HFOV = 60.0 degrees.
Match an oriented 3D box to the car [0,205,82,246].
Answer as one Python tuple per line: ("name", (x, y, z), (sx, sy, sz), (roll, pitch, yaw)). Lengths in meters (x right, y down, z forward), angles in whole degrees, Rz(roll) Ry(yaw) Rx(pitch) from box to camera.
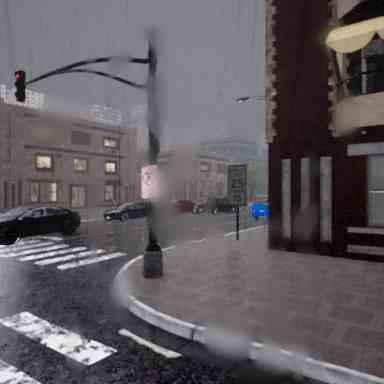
("car", (-7.316, 1.387, 14.985), (2.128, 1.511, 4.902), (0, 1, 31))

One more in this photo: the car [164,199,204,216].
("car", (-1.065, 1.300, 28.807), (1.802, 1.307, 4.206), (1, 1, 35))

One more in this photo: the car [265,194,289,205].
("car", (12.155, 1.028, 47.364), (1.947, 1.339, 4.313), (1, 1, 35))

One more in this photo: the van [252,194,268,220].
("van", (5.770, 1.042, 23.955), (1.690, 1.788, 3.998), (1, 1, 35))

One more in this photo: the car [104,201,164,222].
("car", (-4.370, 1.349, 24.168), (1.947, 1.339, 4.313), (1, 1, 35))

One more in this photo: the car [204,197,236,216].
("car", (2.093, 1.196, 28.788), (1.837, 1.490, 4.892), (0, 1, 35))
